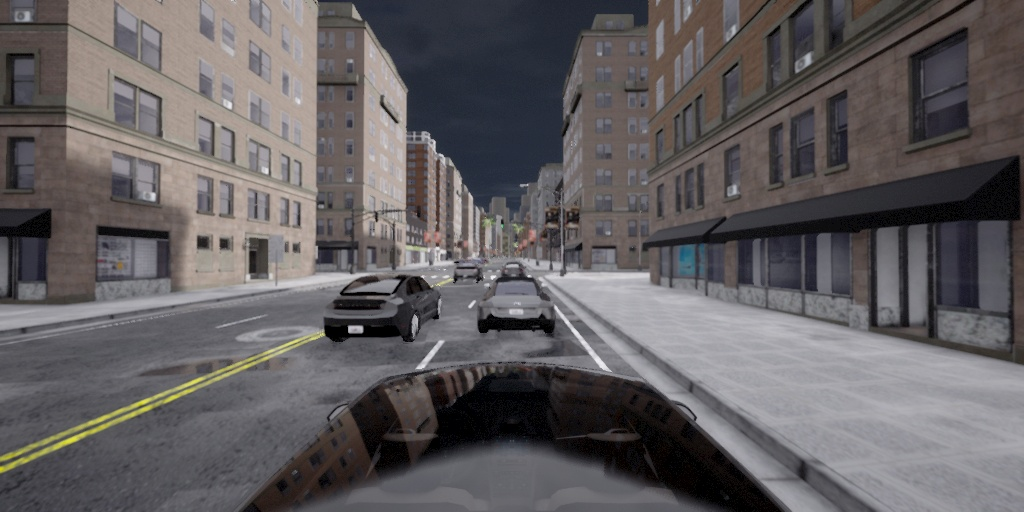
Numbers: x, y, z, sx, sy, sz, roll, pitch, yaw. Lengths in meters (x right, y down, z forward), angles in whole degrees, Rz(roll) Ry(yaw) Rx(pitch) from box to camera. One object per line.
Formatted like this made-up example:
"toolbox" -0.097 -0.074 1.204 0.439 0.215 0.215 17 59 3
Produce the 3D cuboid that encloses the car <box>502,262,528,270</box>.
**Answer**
"car" 0.188 1.168 27.213 1.812 1.442 4.674 0 0 2

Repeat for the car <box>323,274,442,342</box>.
"car" -3.141 1.221 9.622 1.837 1.490 4.892 0 0 0

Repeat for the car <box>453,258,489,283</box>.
"car" -3.121 1.136 26.433 2.128 1.511 4.902 0 0 0

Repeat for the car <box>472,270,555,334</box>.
"car" 0.108 1.277 10.472 1.994 1.385 4.181 0 0 0
